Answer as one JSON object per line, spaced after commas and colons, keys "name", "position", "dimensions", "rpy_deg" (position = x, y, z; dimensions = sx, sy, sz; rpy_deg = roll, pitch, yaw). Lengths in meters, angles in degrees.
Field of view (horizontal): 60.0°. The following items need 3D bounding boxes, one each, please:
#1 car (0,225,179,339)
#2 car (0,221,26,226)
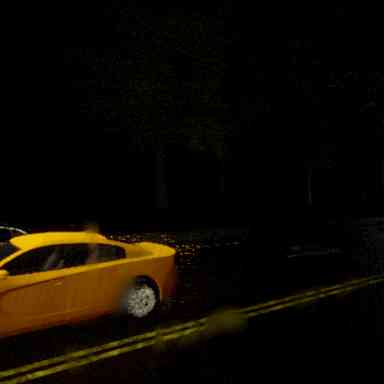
{"name": "car", "position": [-2.595, 1.464, 5.730], "dimensions": [5.008, 1.535, 1.882], "rpy_deg": [0, 0, -35]}
{"name": "car", "position": [-5.380, 1.482, 7.742], "dimensions": [4.892, 1.490, 1.837], "rpy_deg": [0, 0, -35]}
